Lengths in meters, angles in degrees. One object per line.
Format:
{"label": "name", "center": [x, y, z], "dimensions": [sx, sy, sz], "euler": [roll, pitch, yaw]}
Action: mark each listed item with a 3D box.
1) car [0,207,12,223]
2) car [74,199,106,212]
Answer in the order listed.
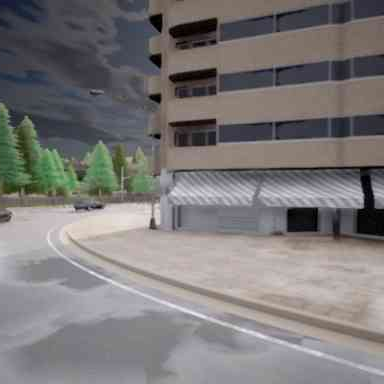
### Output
{"label": "car", "center": [-14.160, 1.570, 23.206], "dimensions": [1.994, 1.385, 4.181], "euler": [1, 0, -11]}
{"label": "car", "center": [-12.653, 1.619, 41.465], "dimensions": [2.128, 1.511, 4.902], "euler": [0, 0, 17]}
